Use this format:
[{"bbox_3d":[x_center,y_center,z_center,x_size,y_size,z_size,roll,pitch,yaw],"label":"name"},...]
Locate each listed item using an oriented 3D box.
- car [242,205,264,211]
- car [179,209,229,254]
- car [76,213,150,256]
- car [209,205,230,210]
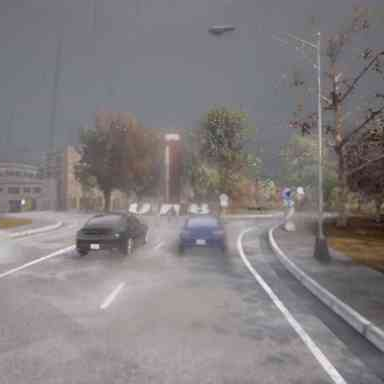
[{"bbox_3d":[13.302,3.521,72.600,4.718,1.301,1.895,-2,-3,45],"label":"car"},{"bbox_3d":[0.548,1.635,14.007,1.812,1.442,4.674,0,-1,6],"label":"car"},{"bbox_3d":[-3.019,1.606,13.514,1.837,1.490,4.892,0,-1,5],"label":"car"},{"bbox_3d":[5.756,3.537,74.050,5.357,1.411,2.033,-1,-2,24],"label":"car"}]
